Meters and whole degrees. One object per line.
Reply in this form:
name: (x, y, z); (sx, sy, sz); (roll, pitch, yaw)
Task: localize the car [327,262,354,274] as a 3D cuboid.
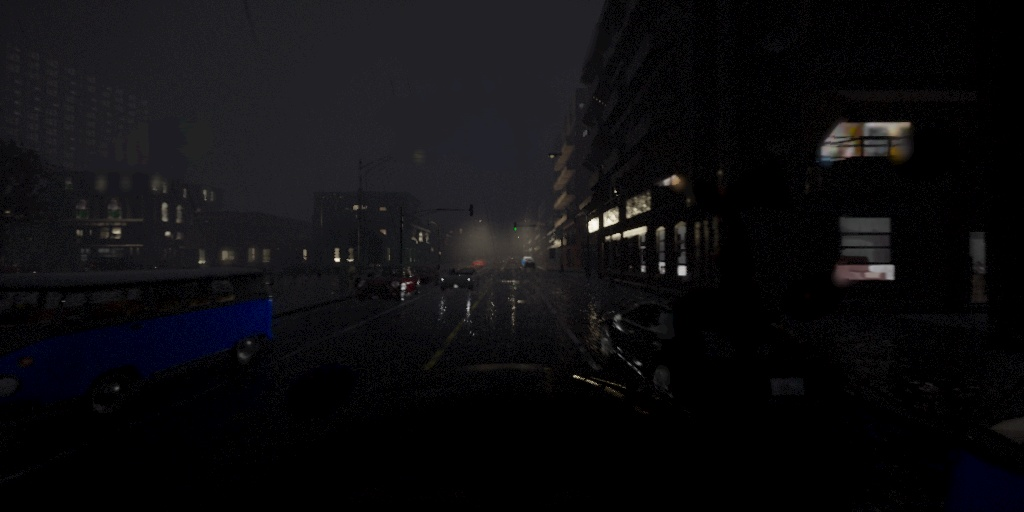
car: (-19.726, 1.434, 42.792); (4.403, 1.370, 2.007); (0, 0, 1)

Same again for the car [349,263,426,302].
car: (-5.661, 1.188, 16.843); (1.967, 1.591, 4.097); (0, 0, 0)

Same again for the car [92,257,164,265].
car: (-40.168, 1.116, 37.200); (5.566, 2.045, 2.150); (0, -1, 1)

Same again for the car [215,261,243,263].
car: (-26.382, 1.232, 34.242); (4.097, 1.591, 1.967); (0, 0, 1)

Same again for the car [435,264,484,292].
car: (-3.044, 1.348, 21.670); (1.895, 1.301, 4.718); (0, 0, 1)

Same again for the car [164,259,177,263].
car: (-42.920, 1.306, 43.058); (5.009, 1.841, 2.192); (0, 0, 1)

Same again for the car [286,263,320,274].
car: (-25.207, 1.475, 42.866); (4.313, 1.339, 1.948); (0, 0, 1)

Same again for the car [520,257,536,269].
car: (2.677, 1.273, 55.012); (2.007, 1.370, 4.403); (0, 0, 0)

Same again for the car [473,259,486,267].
car: (-5.706, 1.297, 60.553); (1.802, 1.307, 4.207); (0, 0, 0)

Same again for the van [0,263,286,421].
van: (-5.658, 1.091, 5.551); (1.690, 1.789, 3.998); (0, 0, 0)

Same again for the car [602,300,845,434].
car: (2.691, 1.316, 5.586); (1.948, 1.339, 4.313); (0, 0, 0)

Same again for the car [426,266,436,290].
car: (-5.662, 1.292, 22.489); (1.888, 1.381, 4.507); (0, 0, 0)
